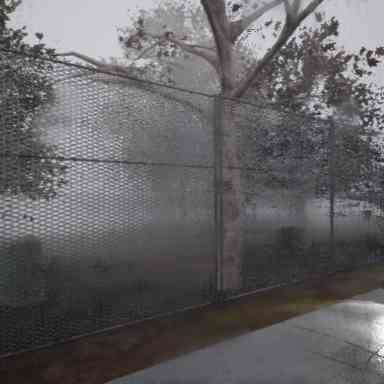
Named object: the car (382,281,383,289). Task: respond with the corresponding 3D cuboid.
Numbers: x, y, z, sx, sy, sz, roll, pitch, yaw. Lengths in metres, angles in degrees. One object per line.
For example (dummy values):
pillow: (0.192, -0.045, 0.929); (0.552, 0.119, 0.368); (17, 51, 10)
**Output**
car: (6.077, 1.566, 7.388); (4.181, 1.385, 1.994); (0, 0, -35)
